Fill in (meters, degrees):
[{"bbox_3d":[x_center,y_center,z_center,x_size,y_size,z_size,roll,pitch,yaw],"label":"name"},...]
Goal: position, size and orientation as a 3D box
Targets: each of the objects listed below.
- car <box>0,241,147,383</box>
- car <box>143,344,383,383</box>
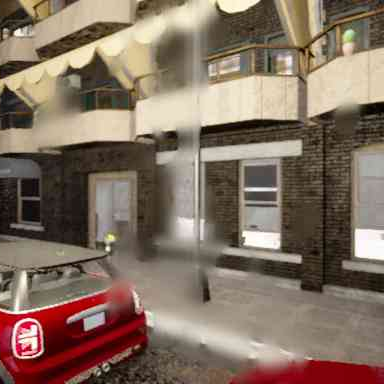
[{"bbox_3d":[-2.643,1.431,4.758,4.097,1.590,1.967,0,0,35],"label":"car"},{"bbox_3d":[1.957,1.584,1.480,4.206,1.307,1.802,0,0,35],"label":"car"}]
